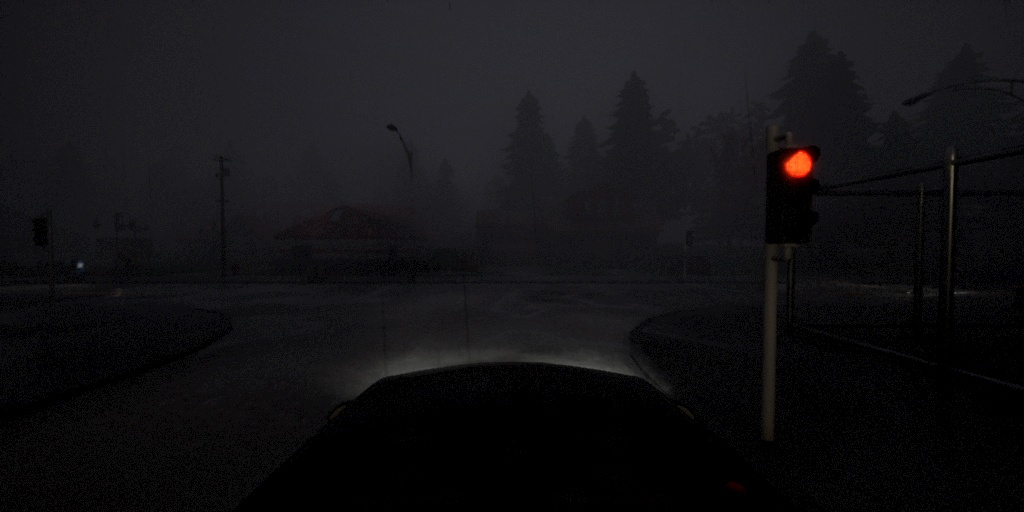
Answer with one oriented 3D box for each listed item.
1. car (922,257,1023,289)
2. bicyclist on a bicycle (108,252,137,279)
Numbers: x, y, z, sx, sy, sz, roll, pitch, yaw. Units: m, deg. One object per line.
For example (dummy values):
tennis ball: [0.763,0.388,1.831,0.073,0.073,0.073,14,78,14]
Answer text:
car: [23.257,0.799,17.926,5.008,1.535,1.882,0,2,0]
bicyclist on a bicycle: [-23.988,0.561,22.083,0.582,1.620,1.656,0,2,0]
